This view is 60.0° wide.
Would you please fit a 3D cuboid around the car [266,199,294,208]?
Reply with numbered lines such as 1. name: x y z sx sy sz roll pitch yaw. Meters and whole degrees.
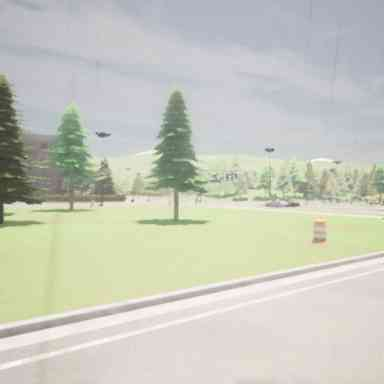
1. car: 15.065 2.016 58.597 1.812 1.442 4.674 1 -1 -34

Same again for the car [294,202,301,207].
1. car: 17.570 2.130 61.133 1.895 1.301 4.718 1 0 -35
